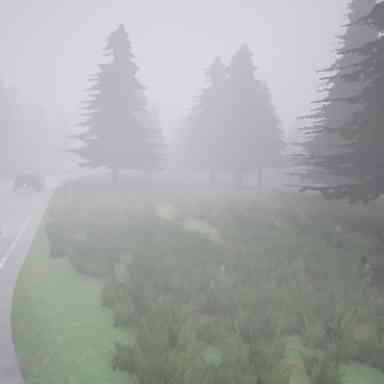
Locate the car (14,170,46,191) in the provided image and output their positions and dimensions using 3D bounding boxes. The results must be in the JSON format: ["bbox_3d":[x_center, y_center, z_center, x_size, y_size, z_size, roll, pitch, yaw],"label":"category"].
[{"bbox_3d":[-13.419,-1.035,27.604,1.837,1.490,4.892,2,6,-18],"label":"car"}]
